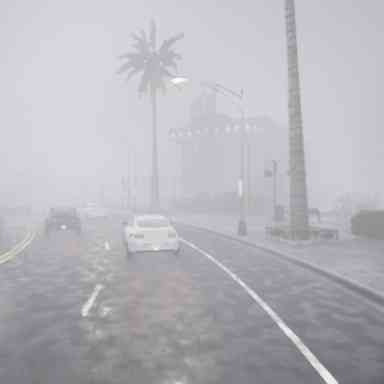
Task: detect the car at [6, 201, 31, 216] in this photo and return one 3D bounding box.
[{"bbox_3d":[-17.880,1.677,33.705,4.674,1.442,1.812,0,-1,45],"label":"car"}]

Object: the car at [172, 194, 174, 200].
[{"bbox_3d":[-2.849,1.671,64.855,4.674,1.452,2.002,0,0,31],"label":"car"}]

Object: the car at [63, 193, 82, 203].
[{"bbox_3d":[-23.091,1.527,63.704,4.553,1.767,2.185,0,0,31],"label":"car"}]

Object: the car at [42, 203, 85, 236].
[{"bbox_3d":[-7.514,1.587,19.267,1.837,1.490,4.892,0,-1,-23],"label":"car"}]

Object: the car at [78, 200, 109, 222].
[{"bbox_3d":[-8.441,1.644,28.034,1.812,1.442,4.674,0,0,-34],"label":"car"}]

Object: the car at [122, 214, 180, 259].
[{"bbox_3d":[-1.681,1.578,12.919,1.812,1.442,4.674,0,0,-13],"label":"car"}]

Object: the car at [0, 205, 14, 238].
[{"bbox_3d":[-9.740,1.562,15.059,2.128,1.511,4.902,0,0,-21],"label":"car"}]
